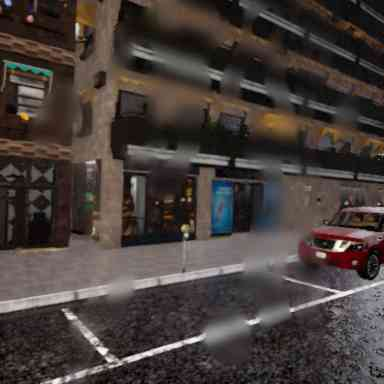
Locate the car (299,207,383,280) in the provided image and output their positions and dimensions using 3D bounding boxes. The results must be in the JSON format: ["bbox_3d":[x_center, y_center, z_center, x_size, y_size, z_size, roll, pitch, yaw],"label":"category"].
[{"bbox_3d":[5.566,1.423,10.504,5.009,1.841,2.192,1,1,-35],"label":"car"}]
